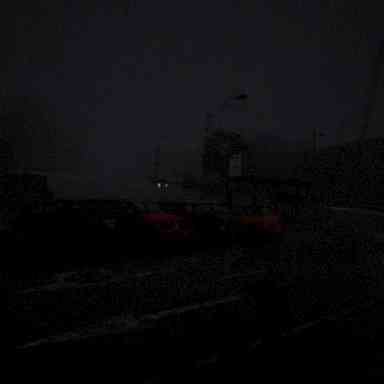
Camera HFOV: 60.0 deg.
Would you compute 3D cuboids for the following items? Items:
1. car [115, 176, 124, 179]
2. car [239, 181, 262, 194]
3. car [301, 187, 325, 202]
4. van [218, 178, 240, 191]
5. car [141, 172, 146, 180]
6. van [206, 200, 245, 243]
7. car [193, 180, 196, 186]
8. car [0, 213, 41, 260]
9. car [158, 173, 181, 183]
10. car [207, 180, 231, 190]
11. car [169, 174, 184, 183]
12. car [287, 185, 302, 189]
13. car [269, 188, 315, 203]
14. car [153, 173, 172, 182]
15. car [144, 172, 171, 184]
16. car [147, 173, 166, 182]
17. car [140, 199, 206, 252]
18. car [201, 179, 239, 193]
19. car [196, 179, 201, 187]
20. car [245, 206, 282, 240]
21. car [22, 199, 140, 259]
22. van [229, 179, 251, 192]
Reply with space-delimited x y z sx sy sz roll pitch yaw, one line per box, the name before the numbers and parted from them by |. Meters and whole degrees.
car | -20.008 -3.764 90.846 1.895 1.301 4.718 2 -3 -21
car | 10.325 -0.557 56.508 2.231 1.521 4.892 7 3 35
car | 17.247 0.572 46.665 2.002 1.452 4.674 7 3 35
van | 6.828 -1.331 61.336 1.878 1.987 4.442 8 3 35
car | -10.625 -3.934 85.864 2.435 2.045 5.566 1 -2 34
van | 0.034 1.383 16.361 4.442 1.987 1.878 -1 -2 35
car | 1.662 -1.884 68.837 2.002 1.452 4.674 7 3 35
car | -7.431 1.534 11.204 4.674 1.452 2.002 -1 -1 35
car | -5.313 -3.267 78.593 2.435 2.045 5.566 7 3 34
car | 5.246 -1.376 64.062 1.946 1.575 5.366 7 3 35
car | -3.459 -2.742 76.336 1.946 1.575 5.366 7 3 34
car | 15.554 0.010 49.135 2.435 2.045 5.566 7 3 35
car | 11.554 0.512 39.477 1.895 1.301 4.718 3 4 -36
car | -7.113 -3.420 81.054 2.185 1.767 4.553 6 2 34
car | -6.784 -2.454 65.164 1.882 1.535 5.008 3 4 -36
car | -8.849 -3.655 83.520 2.185 1.767 4.553 4 0 33
car | -2.499 1.319 14.683 5.566 2.045 2.435 -1 -2 35
car | 4.089 -0.764 49.881 2.128 1.511 4.902 3 4 -36
car | 3.409 -1.610 66.378 2.002 1.452 4.674 8 3 35
car | 2.436 1.523 18.118 4.553 1.767 2.185 -1 -1 35
car | -5.007 1.281 12.971 5.566 2.045 2.435 -1 -1 35
van | 8.562 -1.057 58.868 1.878 1.987 4.442 8 3 35
